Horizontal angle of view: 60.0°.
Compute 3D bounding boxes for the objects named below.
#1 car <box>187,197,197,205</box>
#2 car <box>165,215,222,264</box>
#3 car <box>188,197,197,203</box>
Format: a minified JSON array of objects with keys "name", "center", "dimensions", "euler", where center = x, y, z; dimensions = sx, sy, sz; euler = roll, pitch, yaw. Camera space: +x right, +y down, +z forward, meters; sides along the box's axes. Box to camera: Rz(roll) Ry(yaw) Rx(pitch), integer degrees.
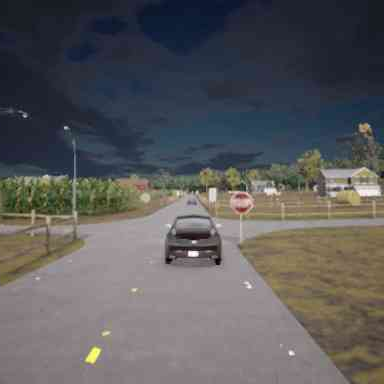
[{"name":"car","center":[0.026,1.983,69.898],"dimensions":[1.994,1.385,4.181],"euler":[0,0,0]},{"name":"car","center":[0.058,1.593,12.240],"dimensions":[1.837,1.490,4.892],"euler":[0,0,0]},{"name":"car","center":[0.030,1.842,79.907],"dimensions":[2.033,1.411,5.357],"euler":[0,0,0]}]
